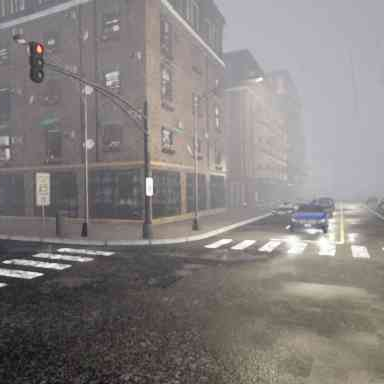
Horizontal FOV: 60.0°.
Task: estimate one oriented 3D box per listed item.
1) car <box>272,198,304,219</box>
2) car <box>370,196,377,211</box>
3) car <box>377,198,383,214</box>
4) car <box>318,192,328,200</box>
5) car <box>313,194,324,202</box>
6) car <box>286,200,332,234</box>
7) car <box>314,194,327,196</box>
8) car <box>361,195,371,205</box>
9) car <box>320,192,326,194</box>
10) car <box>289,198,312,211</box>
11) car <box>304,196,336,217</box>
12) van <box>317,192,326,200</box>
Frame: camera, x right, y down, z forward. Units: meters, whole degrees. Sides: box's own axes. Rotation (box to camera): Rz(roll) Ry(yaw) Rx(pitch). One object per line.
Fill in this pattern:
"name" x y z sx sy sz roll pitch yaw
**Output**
"car" 7.719 1.436 27.386 2.008 1.369 4.403 -1 0 24
"car" 20.025 1.325 34.376 2.008 1.369 4.403 -1 0 24
"car" 17.700 1.380 29.176 1.802 1.307 4.206 -1 0 24
"car" 33.300 0.978 84.586 2.192 1.841 5.009 -1 0 24
"car" 26.257 1.241 68.831 1.752 1.417 4.829 -1 0 24
"car" 6.782 1.426 18.924 1.812 1.442 4.674 0 0 24
"car" 14.743 1.296 36.719 1.882 1.535 5.008 0 0 24
"car" 27.004 1.260 49.976 2.008 1.369 4.403 -1 0 24
"car" 23.998 1.174 63.787 1.967 1.590 4.097 -1 0 24
"car" 12.371 1.390 37.787 2.008 1.369 4.403 -1 0 24
"car" 10.624 1.352 27.460 2.128 1.511 4.902 0 0 24
"van" 30.976 1.021 79.388 1.690 1.788 3.998 -1 0 24
